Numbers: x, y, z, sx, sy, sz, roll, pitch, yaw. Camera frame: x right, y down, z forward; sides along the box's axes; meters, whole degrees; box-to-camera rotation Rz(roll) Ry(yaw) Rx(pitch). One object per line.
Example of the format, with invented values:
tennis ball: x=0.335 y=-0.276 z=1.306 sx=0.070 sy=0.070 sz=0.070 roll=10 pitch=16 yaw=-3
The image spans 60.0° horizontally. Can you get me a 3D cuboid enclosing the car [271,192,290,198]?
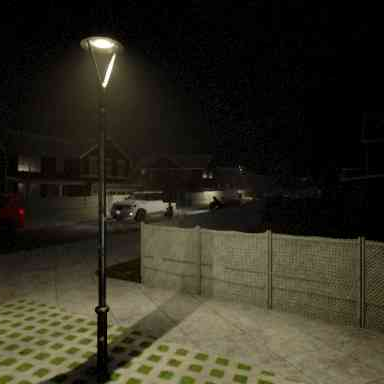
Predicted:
car: x=12.680 y=0.865 z=48.276 sx=1.837 sy=1.490 sz=4.892 roll=0 pitch=1 yaw=23

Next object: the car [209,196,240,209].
car: x=3.500 y=1.156 z=35.725 sx=1.895 sy=1.301 sz=4.718 roll=0 pitch=1 yaw=28

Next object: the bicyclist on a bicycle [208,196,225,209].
bicyclist on a bicycle: x=1.550 y=1.067 z=20.741 sx=1.656 sy=1.620 sz=0.582 roll=0 pitch=1 yaw=32

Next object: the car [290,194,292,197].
car: x=16.265 y=0.698 z=57.845 sx=2.128 sy=1.511 sz=4.902 roll=0 pitch=1 yaw=19

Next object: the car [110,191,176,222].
car: x=-3.376 y=0.950 z=24.012 sx=2.150 sy=2.045 sz=5.566 roll=0 pitch=1 yaw=31

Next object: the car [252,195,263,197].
car: x=10.180 y=0.656 z=49.351 sx=1.895 sy=1.301 sz=4.718 roll=0 pitch=1 yaw=22

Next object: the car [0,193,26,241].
car: x=-9.849 y=1.097 z=13.718 sx=2.150 sy=2.045 sz=5.566 roll=1 pitch=1 yaw=33
